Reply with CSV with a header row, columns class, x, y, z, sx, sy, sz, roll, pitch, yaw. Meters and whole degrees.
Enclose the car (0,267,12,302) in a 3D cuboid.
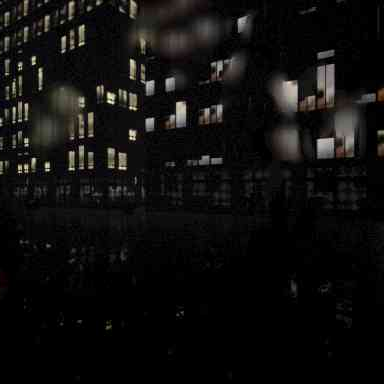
class,x,y,z,sx,sy,sz,roll,pitch,yaw
car,-5.559,1.526,6.817,4.829,1.417,1.752,0,0,35
